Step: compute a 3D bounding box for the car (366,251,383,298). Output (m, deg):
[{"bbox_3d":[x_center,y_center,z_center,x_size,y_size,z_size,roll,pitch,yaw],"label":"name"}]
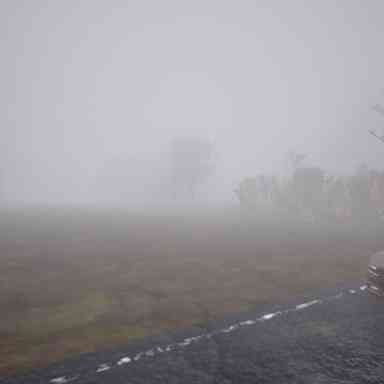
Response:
[{"bbox_3d":[5.928,1.554,7.595,5.008,1.535,1.882,1,0,-35],"label":"car"}]
